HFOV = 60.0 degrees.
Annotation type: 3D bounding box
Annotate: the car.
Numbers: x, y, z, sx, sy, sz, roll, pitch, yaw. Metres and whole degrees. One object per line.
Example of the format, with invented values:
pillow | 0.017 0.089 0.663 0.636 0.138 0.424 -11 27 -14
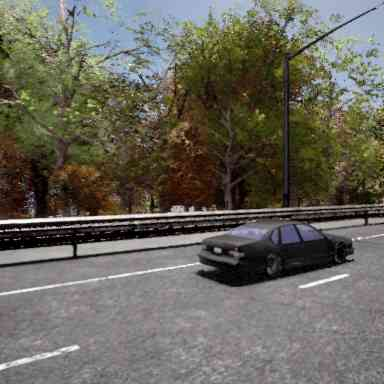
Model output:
car | 2.721 1.565 10.079 5.357 1.411 2.033 0 0 -35
